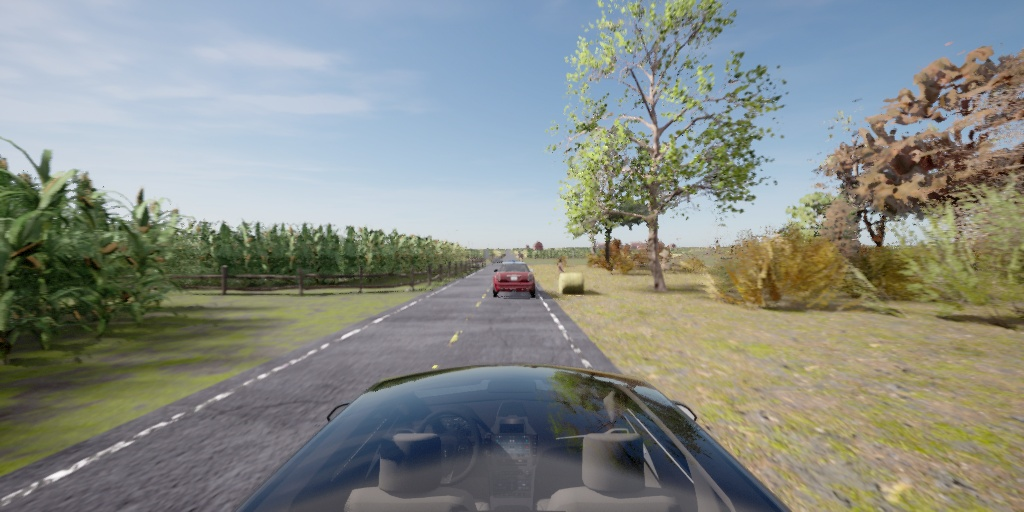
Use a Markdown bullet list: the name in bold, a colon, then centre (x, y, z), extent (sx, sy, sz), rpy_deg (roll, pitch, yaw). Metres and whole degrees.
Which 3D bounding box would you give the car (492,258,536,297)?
- **car**: centre (0.098, 1.086, 19.039), extent (2.097, 1.767, 4.553), rpy_deg (0, 0, 0)

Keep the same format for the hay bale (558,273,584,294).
- **hay bale**: centre (3.122, 1.389, 18.944), extent (1.220, 1.180, 1.240), rpy_deg (0, 0, 0)

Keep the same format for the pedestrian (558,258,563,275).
- **pedestrian**: centre (2.748, 1.031, 20.058), extent (0.375, 1.860, 0.375), rpy_deg (0, 0, 0)
